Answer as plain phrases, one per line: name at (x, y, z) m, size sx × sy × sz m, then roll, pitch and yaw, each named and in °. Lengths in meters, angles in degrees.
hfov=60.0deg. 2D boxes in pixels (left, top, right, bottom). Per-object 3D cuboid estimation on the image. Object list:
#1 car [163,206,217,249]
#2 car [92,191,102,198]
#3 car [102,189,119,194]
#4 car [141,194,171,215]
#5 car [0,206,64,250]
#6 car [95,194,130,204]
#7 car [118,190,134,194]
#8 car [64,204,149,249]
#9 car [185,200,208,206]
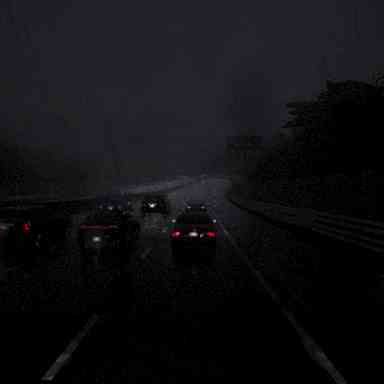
car at (0.092, 1.557, 14.362) m, size 2.033 × 1.411 × 5.357 m, roll 0°, pitch 0°, yaw 1°
car at (-21.926, 0.582, 78.054) m, size 1.812 × 1.442 × 4.674 m, roll 0°, pitch 1°, yaw 4°
car at (-18.437, 0.288, 77.778) m, size 2.150 × 2.045 × 5.566 m, roll 0°, pitch 1°, yaw 4°
car at (-3.125, 1.213, 29.318) m, size 2.150 × 2.045 × 5.566 m, roll 0°, pitch 0°, yaw 1°
car at (-6.908, 1.358, 14.420) m, size 2.097 × 1.767 × 4.553 m, roll 0°, pitch 0°, yaw 1°
car at (-6.626, 1.321, 29.348) m, size 2.097 × 1.767 × 4.553 m, roll 0°, pitch 0°, yaw 1°
car at (-14.942, 0.606, 77.577) m, size 2.033 × 1.411 × 5.357 m, roll 0°, pitch 1°, yaw 4°
car at (-3.408, 1.488, 14.406) m, size 2.128 × 1.511 × 4.902 m, roll 0°, pitch 0°, yaw 1°
car at (0.373, 1.453, 29.202) m, size 2.128 × 1.511 × 4.902 m, roll 0°, pitch 0°, yaw 1°
